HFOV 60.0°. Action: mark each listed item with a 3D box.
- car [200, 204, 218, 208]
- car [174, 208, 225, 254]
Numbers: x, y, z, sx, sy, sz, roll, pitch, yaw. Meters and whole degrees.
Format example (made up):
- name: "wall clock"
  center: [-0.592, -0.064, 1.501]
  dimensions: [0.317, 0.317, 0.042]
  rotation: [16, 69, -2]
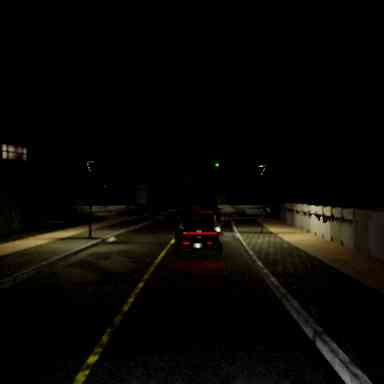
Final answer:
- name: "car"
  center: [1.562, 1.811, 29.073]
  dimensions: [1.837, 1.490, 4.892]
  rotation: [0, 0, 8]
- name: "car"
  center: [0.334, 1.649, 14.191]
  dimensions: [1.837, 1.490, 4.892]
  rotation: [0, 0, 3]
